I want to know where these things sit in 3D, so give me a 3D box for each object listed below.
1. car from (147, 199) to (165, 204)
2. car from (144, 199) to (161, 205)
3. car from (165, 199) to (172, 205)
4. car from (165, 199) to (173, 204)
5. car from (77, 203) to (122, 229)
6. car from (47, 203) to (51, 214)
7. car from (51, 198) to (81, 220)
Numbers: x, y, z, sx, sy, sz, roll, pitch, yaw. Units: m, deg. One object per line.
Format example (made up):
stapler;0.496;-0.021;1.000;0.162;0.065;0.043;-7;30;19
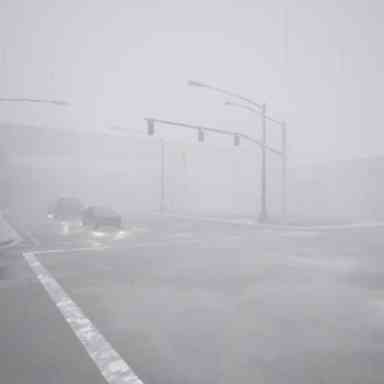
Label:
car;-10.034;2.645;92.491;4.536;1.218;1.853;0;-1;29
car;-9.990;2.803;92.464;4.974;1.542;2.038;0;-1;29
car;-6.266;2.828;92.225;2.038;1.542;4.974;0;-1;-1
car;-6.266;2.671;92.279;1.853;1.218;4.536;0;-1;-1
car;-6.854;1.818;24.969;1.882;1.535;5.008;1;-1;-32
car;-17.605;2.080;42.887;2.033;1.411;5.357;1;-1;-25
car;-12.482;1.657;33.999;2.150;2.045;5.566;1;-1;-32
